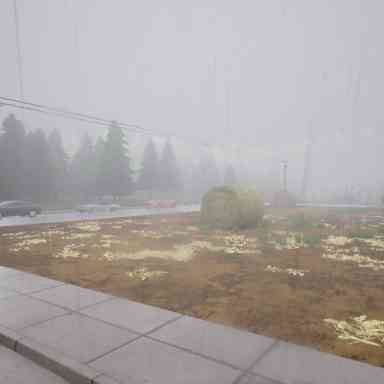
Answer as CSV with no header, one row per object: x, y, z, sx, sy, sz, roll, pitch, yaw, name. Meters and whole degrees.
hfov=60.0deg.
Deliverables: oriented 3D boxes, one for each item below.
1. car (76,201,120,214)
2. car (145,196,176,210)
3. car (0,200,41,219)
-10.307,1.628,36.536,1.895,1.301,4.718,0,0,37,car
-4.213,1.379,44.728,2.097,1.767,4.553,0,0,37,car
-15.790,1.531,29.147,1.837,1.490,4.892,0,0,37,car
